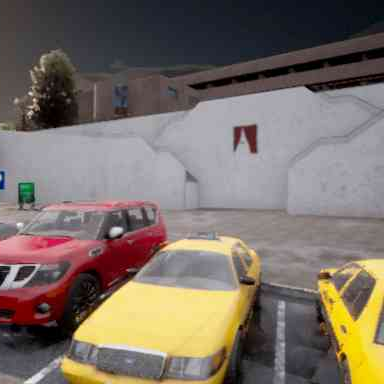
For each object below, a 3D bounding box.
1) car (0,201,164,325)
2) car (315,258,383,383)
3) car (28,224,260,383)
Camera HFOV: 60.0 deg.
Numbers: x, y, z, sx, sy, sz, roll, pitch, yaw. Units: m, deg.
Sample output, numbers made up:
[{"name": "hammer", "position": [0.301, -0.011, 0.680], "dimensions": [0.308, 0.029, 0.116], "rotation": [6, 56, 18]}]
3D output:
[{"name": "car", "position": [-2.288, 1.236, 7.404], "dimensions": [2.435, 2.045, 5.566], "rotation": [1, -1, 15]}, {"name": "car", "position": [2.643, 1.486, 4.125], "dimensions": [1.946, 1.575, 5.366], "rotation": [0, -1, 16]}, {"name": "car", "position": [0.107, 1.480, 5.507], "dimensions": [1.946, 1.575, 5.366], "rotation": [1, -1, 16]}]
